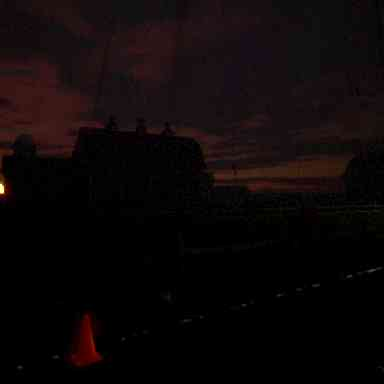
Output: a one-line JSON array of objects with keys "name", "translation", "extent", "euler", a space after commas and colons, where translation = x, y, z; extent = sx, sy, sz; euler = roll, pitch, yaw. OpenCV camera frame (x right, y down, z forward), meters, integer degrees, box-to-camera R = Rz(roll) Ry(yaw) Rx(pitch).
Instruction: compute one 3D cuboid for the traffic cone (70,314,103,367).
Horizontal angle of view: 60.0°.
[{"name": "traffic cone", "translation": [-1.429, 1.958, 4.501], "extent": [0.340, 0.580, 0.340], "euler": [0, 0, -36]}]
